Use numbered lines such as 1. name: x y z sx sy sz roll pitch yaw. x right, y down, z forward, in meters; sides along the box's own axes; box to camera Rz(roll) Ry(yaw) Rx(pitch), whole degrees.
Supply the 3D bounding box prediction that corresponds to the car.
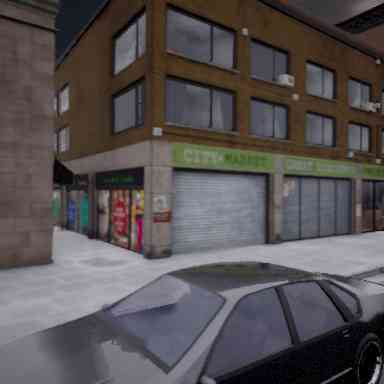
1. car: 0.392 1.570 3.659 5.357 1.411 2.033 1 0 -35
